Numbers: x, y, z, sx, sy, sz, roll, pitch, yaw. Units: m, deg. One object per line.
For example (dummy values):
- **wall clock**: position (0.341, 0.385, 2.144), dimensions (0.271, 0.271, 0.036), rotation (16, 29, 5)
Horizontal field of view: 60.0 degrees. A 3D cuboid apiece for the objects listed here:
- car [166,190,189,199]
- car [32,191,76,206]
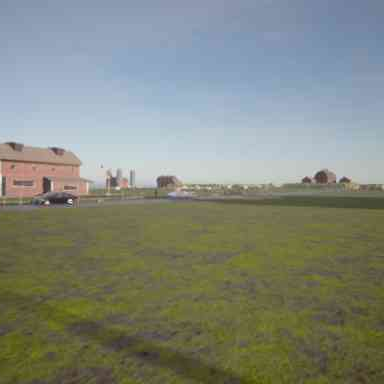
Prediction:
- **car**: position (-2.368, 0.396, 55.880), dimensions (1.812, 1.442, 4.674), rotation (2, 2, 36)
- **car**: position (-15.570, 0.708, 37.783), dimensions (1.837, 1.490, 4.892), rotation (1, 2, 36)
